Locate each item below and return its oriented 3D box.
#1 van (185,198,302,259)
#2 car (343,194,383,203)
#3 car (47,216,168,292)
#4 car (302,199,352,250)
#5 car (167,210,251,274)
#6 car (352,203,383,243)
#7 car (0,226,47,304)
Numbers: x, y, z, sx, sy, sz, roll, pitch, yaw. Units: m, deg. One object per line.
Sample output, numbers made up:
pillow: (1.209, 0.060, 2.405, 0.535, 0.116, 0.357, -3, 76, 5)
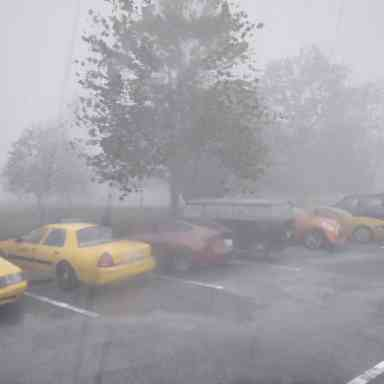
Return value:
van: (1.448, 1.226, 12.325, 4.442, 1.987, 1.878, -1, 0, 35)
car: (8.764, 1.150, 17.424, 5.566, 2.045, 2.435, -1, 0, 35)
car: (-3.438, 1.475, 8.940, 5.366, 1.575, 1.946, -1, 0, 34)
car: (3.939, 1.311, 13.997, 4.553, 1.767, 2.185, -1, -1, 35)
car: (-0.892, 1.494, 10.563, 4.792, 1.488, 2.163, -1, 0, 35)
car: (6.378, 1.419, 15.702, 5.008, 1.535, 2.097, -1, -1, 35)
car: (-5.551, 1.481, 7.010, 5.366, 1.575, 1.946, -1, -1, 34)
